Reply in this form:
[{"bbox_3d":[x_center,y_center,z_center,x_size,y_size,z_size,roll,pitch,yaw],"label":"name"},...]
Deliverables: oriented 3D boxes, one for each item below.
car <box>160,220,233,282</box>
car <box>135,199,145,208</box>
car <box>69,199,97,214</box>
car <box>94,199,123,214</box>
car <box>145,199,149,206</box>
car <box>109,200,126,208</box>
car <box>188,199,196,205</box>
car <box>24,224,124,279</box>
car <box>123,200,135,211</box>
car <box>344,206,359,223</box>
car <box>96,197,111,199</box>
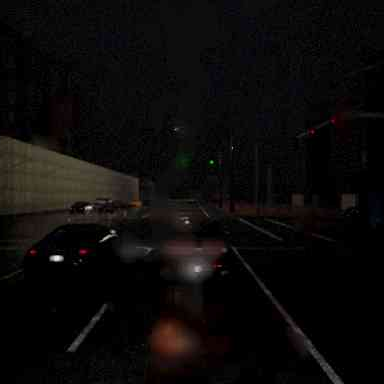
[{"bbox_3d":[0.140,1.605,10.084,2.128,1.511,4.902,0,-1,1],"label":"car"},{"bbox_3d":[-10.515,2.166,61.668,1.882,1.535,5.008,0,-1,1],"label":"car"},{"bbox_3d":[-14.071,1.980,42.490,1.837,1.490,4.892,0,-1,0],"label":"car"},{"bbox_3d":[-10.571,2.001,42.458,1.812,1.442,4.674,0,-1,0],"label":"car"},{"bbox_3d":[-10.465,2.275,71.827,1.882,1.535,5.008,0,-1,0],"label":"car"},{"bbox_3d":[-13.993,2.251,62.967,2.033,1.411,5.357,0,-1,1],"label":"car"},{"bbox_3d":[0.041,2.447,82.712,2.128,1.511,4.902,0,-1,0],"label":"car"},{"bbox_3d":[-3.445,1.681,10.442,1.994,1.385,4.181,0,-1,0],"label":"car"},{"bbox_3d":[-10.560,2.177,51.564,1.895,1.301,4.718,0,-1,0],"label":"car"},{"bbox_3d":[15.112,1.515,26.349,5.566,2.045,2.150,0,-1,0],"label":"car"},{"bbox_3d":[-14.066,1.807,52.346,2.150,2.045,5.566,0,-1,1],"label":"car"}]
